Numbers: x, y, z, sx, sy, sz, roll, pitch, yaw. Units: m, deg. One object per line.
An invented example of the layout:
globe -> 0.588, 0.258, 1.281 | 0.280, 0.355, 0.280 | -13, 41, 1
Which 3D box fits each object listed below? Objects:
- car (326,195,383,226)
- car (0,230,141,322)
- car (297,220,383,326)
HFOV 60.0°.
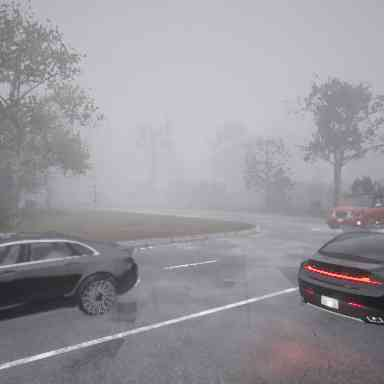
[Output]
car -> 10.423, 1.223, 19.921 | 5.566, 2.045, 2.150 | 0, 0, -35
car -> -3.327, 1.491, 5.907 | 4.902, 1.511, 2.128 | 0, 0, -36
car -> 4.172, 1.505, 6.694 | 4.892, 1.490, 1.837 | 0, 0, -35
